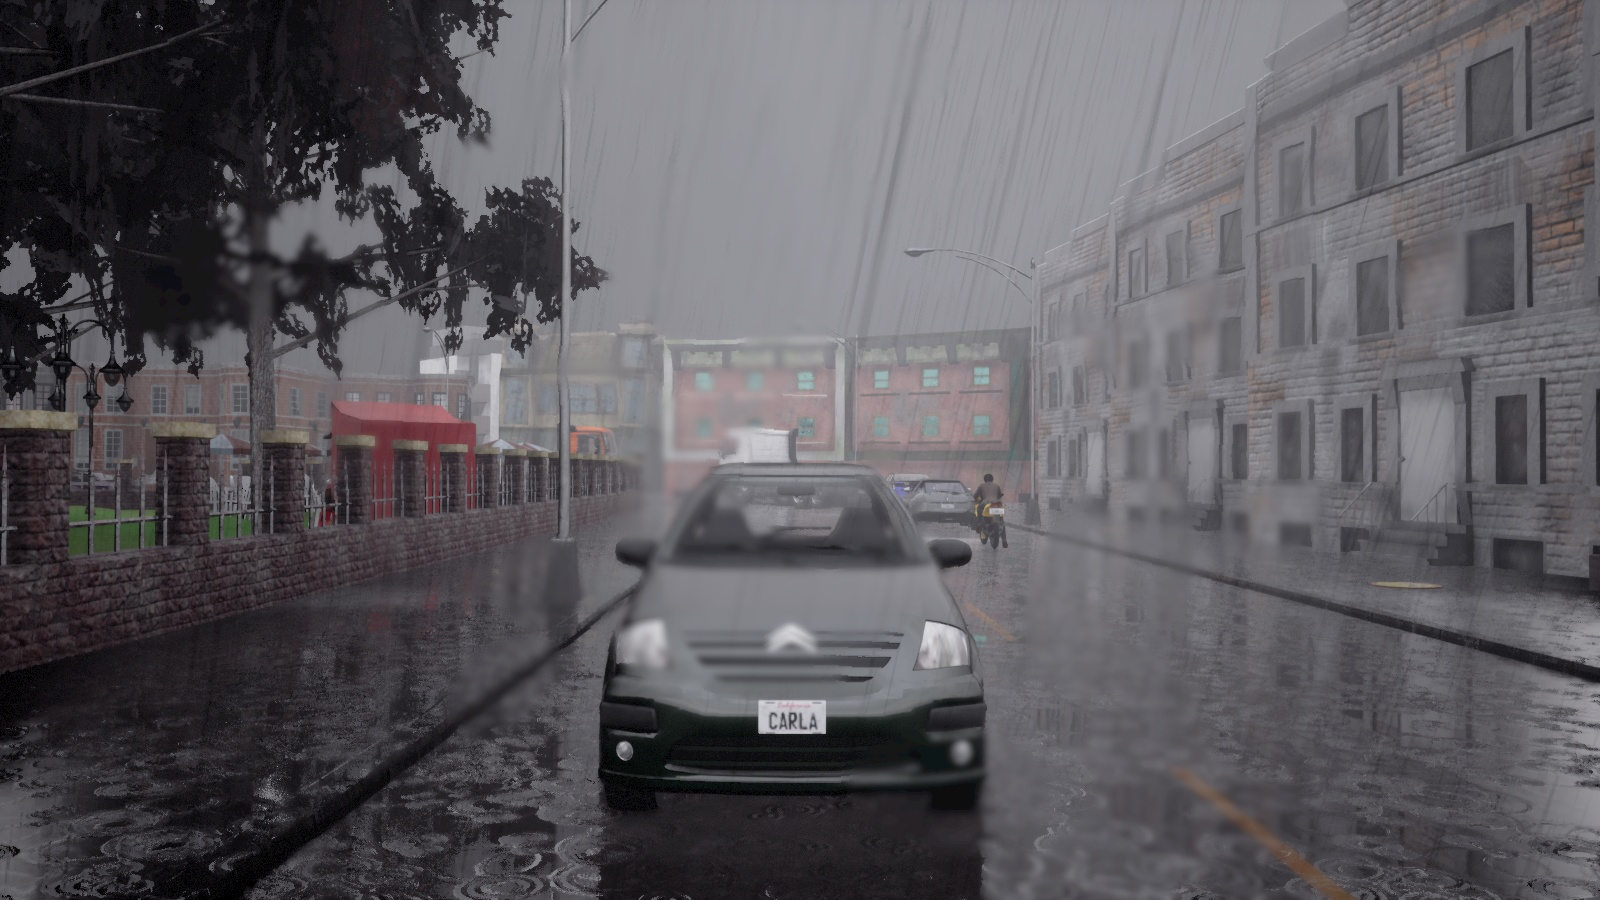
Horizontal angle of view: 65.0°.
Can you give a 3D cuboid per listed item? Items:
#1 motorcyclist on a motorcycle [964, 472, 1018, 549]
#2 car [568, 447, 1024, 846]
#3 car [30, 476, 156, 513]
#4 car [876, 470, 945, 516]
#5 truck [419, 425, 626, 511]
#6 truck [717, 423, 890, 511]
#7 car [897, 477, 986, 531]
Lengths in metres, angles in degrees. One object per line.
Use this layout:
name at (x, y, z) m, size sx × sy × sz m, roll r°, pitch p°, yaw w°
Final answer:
motorcyclist on a motorcycle at (3.913, 1.215, 25.905) m, size 0.797 × 1.523 × 2.044 m, roll 0°, pitch -1°, yaw 0°
car at (-0.023, 0.832, 7.114) m, size 1.851 × 1.617 × 3.988 m, roll 0°, pitch -1°, yaw 0°
car at (-29.288, 1.818, 52.071) m, size 4.193 × 1.474 × 1.816 m, roll 0°, pitch -1°, yaw 0°
car at (3.843, 1.489, 44.325) m, size 2.007 × 1.525 × 4.514 m, roll 0°, pitch -1°, yaw -1°
truck at (-11.389, 0.751, 52.127) m, size 7.936 × 3.462 × 2.891 m, roll 0°, pitch -1°, yaw 0°
truck at (-0.007, 0.731, 53.561) m, size 2.891 × 3.462 × 7.936 m, roll 1°, pitch -1°, yaw -40°
car at (3.881, 1.450, 35.039) m, size 1.994 × 1.385 × 4.181 m, roll 0°, pitch -1°, yaw 0°
